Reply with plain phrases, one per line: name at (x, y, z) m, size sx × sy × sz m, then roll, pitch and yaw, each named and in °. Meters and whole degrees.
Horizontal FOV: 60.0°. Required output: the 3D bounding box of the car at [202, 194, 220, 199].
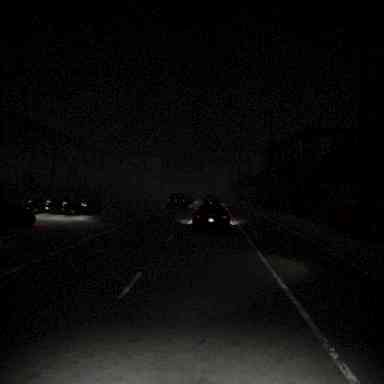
car at (2.338, 1.009, 40.990) m, size 1.837 × 1.490 × 4.892 m, roll 1°, pitch 1°, yaw 3°

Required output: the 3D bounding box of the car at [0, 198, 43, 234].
car at (-9.742, 1.241, 16.834) m, size 1.994 × 1.385 × 4.181 m, roll 1°, pitch 1°, yaw 3°

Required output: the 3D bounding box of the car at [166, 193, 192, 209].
car at (-1.487, 0.877, 36.005) m, size 2.097 × 1.767 × 4.553 m, roll 1°, pitch 1°, yaw 4°

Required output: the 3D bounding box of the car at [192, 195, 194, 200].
car at (-0.798, 0.938, 48.621) m, size 1.994 × 1.385 × 4.181 m, roll 1°, pitch 1°, yaw 4°

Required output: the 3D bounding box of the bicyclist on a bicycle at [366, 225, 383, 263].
bicyclist on a bicycle at (5.809, 1.242, 9.483) m, size 1.656 × 1.620 × 0.582 m, roll 1°, pitch 1°, yaw 3°

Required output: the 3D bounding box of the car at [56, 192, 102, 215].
car at (-9.143, 0.896, 27.829) m, size 2.097 × 1.767 × 4.553 m, roll 1°, pitch 1°, yaw 1°

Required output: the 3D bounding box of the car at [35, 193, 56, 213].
car at (-12.524, 0.842, 29.246) m, size 2.097 × 1.767 × 4.553 m, roll 1°, pitch 1°, yaw 3°

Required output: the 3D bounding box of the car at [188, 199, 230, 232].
car at (1.061, 1.341, 18.360) m, size 1.994 × 1.385 × 4.181 m, roll 1°, pitch 1°, yaw 3°
